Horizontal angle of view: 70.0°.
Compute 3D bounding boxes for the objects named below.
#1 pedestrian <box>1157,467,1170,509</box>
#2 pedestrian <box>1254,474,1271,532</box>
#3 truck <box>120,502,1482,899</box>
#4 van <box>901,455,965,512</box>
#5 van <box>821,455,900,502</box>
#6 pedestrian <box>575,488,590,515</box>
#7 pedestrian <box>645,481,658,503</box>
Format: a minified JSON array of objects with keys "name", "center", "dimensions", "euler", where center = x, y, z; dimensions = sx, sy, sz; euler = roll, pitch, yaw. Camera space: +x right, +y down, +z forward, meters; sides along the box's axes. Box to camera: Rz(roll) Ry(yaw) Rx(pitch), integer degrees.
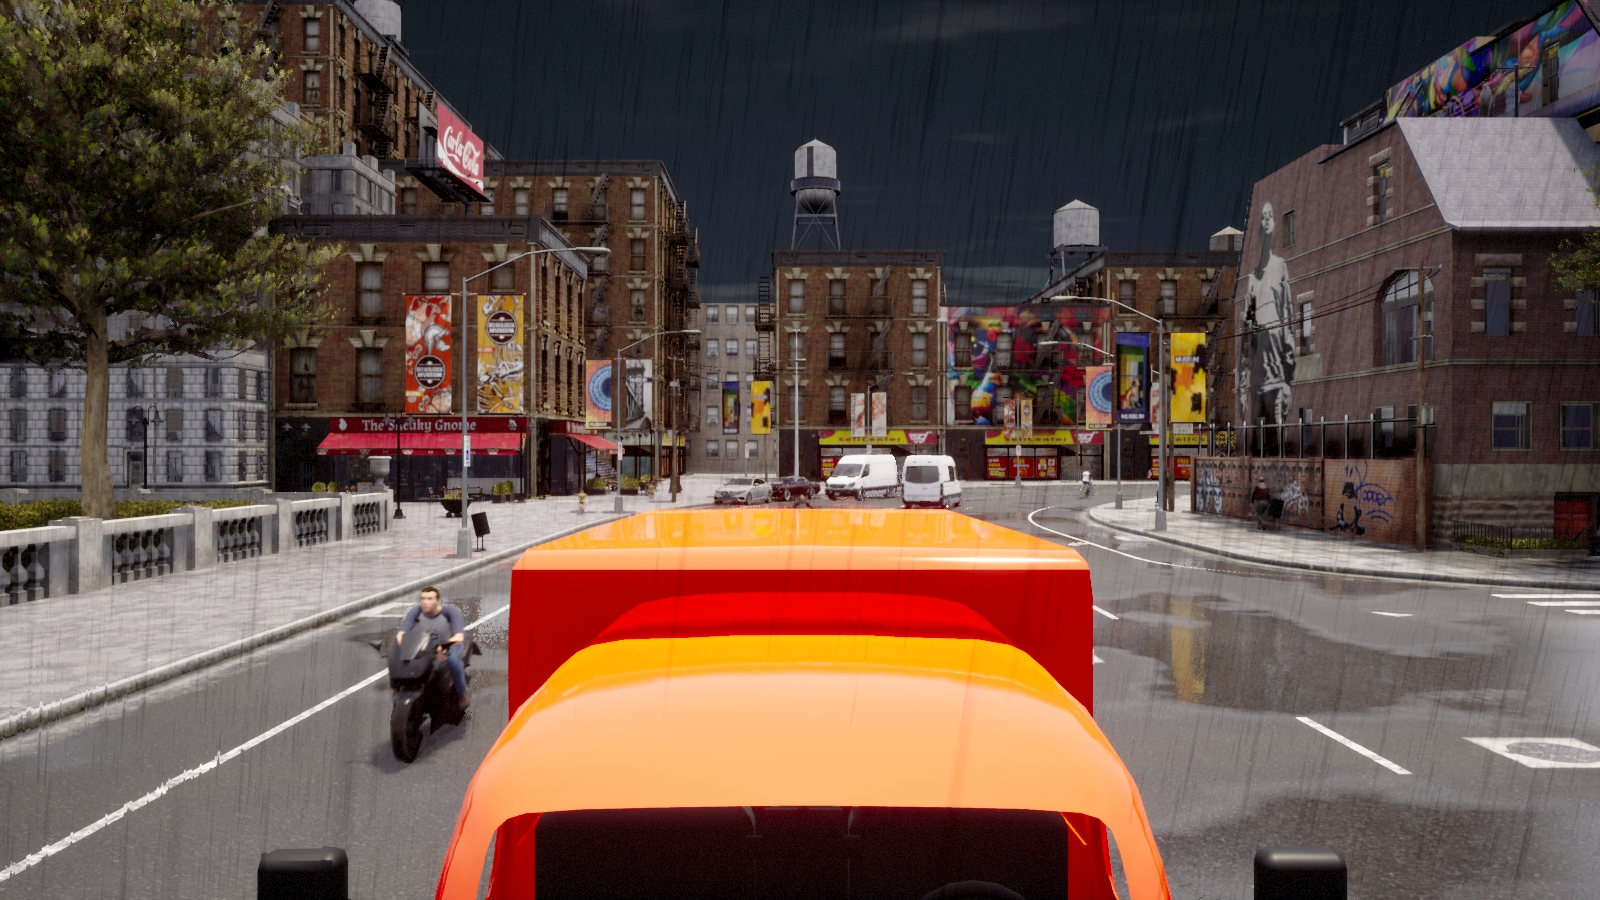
[{"name":"pedestrian","center":[16.441,1.716,51.672],"dimensions":[0.375,1.860,0.375],"euler":[0,0,-31]},{"name":"pedestrian","center":[15.054,1.711,37.188],"dimensions":[0.375,1.860,0.375],"euler":[0,0,0]},{"name":"truck","center":[-0.002,1.571,4.805],"dimensions":[2.627,2.467,5.204],"euler":[0,0,0]},{"name":"van","center":[6.467,1.556,55.033],"dimensions":[1.988,2.561,5.915],"euler":[0,0,18]},{"name":"van","center":[3.507,1.559,65.239],"dimensions":[1.988,2.561,5.915],"euler":[0,0,30]},{"name":"pedestrian","center":[-8.870,2.094,46.524],"dimensions":[0.500,1.100,0.500],"euler":[0,0,2]},{"name":"pedestrian","center":[-7.498,2.098,57.722],"dimensions":[0.500,1.100,0.500],"euler":[0,0,7]}]
